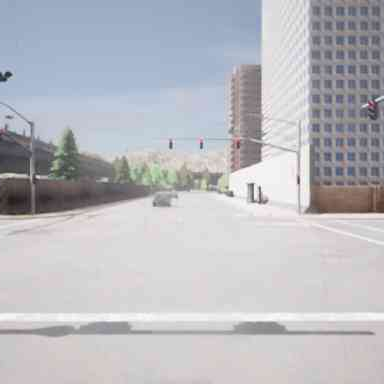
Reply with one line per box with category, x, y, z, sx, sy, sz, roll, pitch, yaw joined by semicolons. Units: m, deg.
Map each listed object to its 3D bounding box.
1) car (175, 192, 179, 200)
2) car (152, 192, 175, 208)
car;-3.633;0.732;66.450;2.128;1.511;4.902;0;1;0
car;-3.580;0.933;40.312;2.097;1.767;4.553;0;1;0
